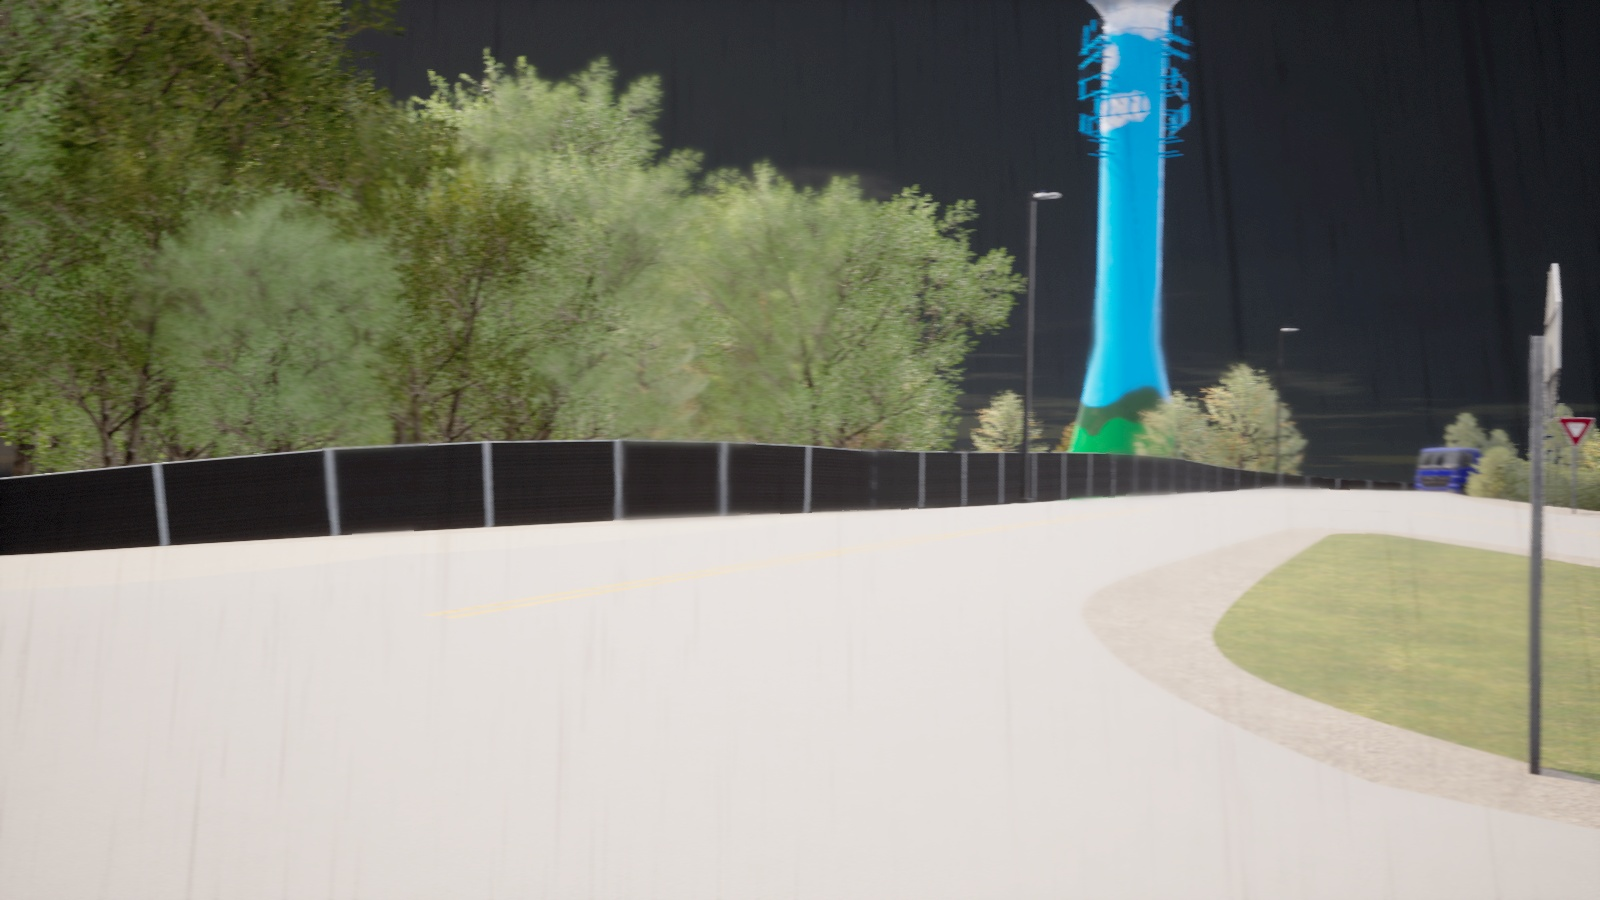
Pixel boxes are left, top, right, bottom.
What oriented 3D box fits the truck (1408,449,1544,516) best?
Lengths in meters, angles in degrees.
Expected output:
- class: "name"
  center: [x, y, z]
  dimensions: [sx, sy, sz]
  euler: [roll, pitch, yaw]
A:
- class: "truck"
  center: [40.842, 1.997, 75.844]
  dimensions: [7.936, 3.462, 2.891]
  euler: [4, -3, -24]
